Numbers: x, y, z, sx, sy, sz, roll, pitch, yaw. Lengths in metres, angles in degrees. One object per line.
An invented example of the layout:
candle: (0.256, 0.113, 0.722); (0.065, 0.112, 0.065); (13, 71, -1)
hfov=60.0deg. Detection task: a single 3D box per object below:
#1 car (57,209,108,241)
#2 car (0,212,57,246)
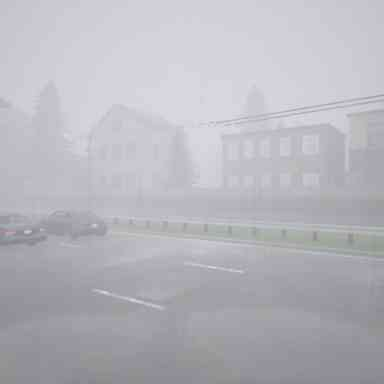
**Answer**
car: (-6.236, 1.570, 16.916); (4.181, 1.385, 1.994); (0, 0, 36)
car: (-8.269, 1.560, 14.066); (5.357, 1.411, 2.033); (0, 0, 36)
